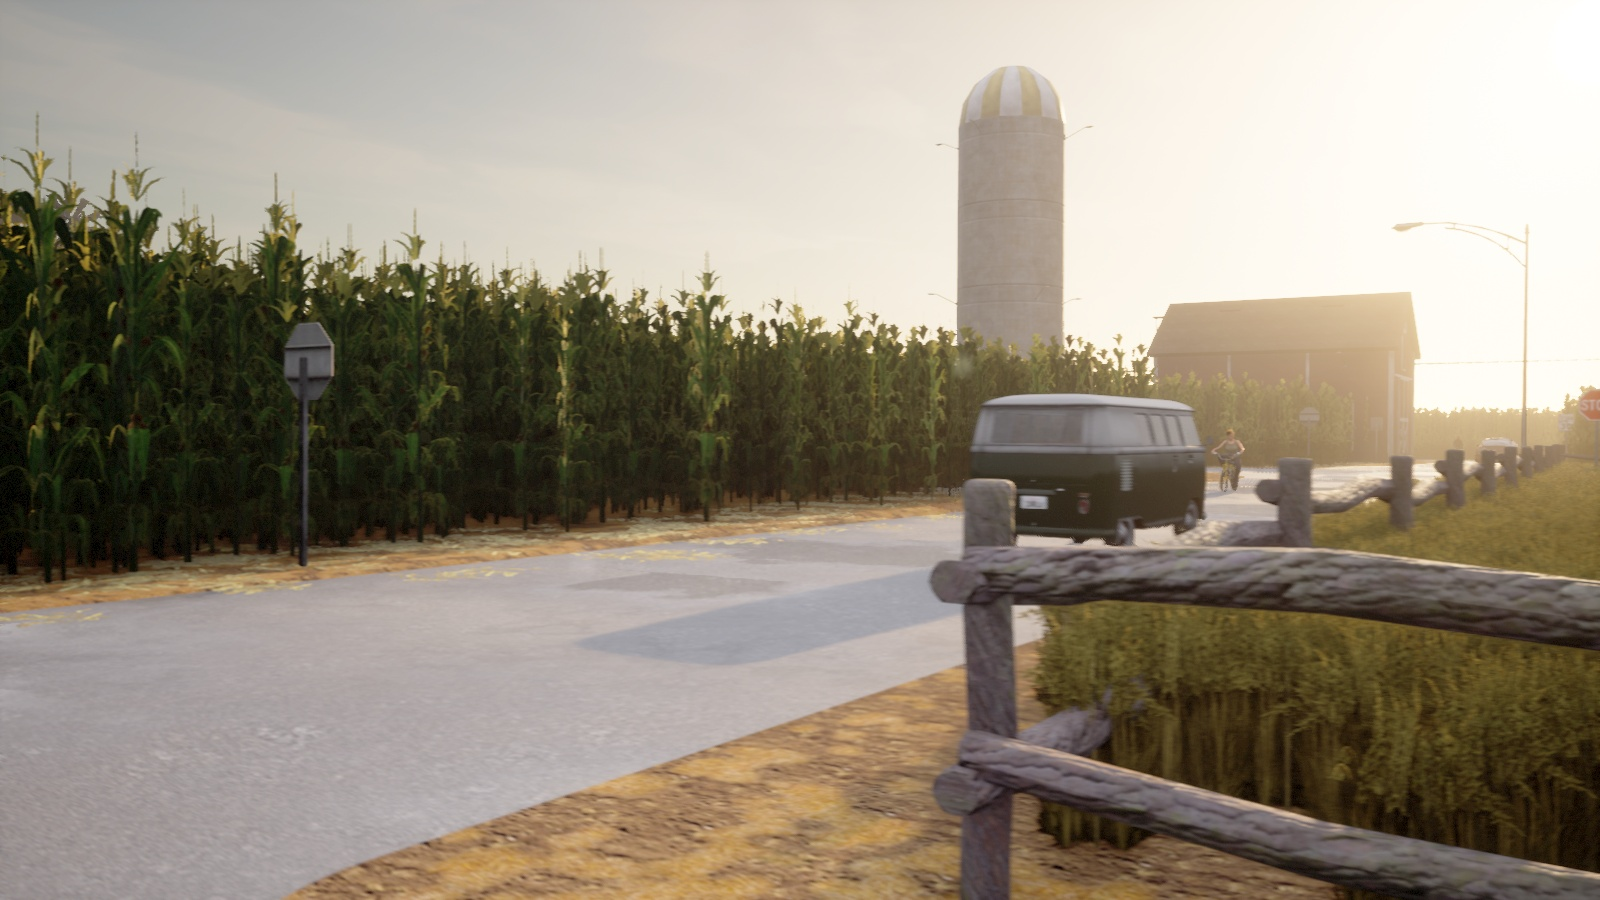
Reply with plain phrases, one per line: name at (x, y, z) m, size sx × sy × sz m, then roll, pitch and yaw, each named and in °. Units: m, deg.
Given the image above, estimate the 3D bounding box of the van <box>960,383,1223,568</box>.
van at (3.820, 0.241, 15.861) m, size 1.775 × 1.987 × 4.442 m, roll 0°, pitch 1°, yaw 34°

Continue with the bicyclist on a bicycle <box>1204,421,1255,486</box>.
bicyclist on a bicycle at (11.048, 0.076, 32.258) m, size 0.866 × 1.612 × 1.509 m, roll 0°, pitch 1°, yaw 34°

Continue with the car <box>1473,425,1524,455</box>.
car at (33.974, -0.476, 61.012) m, size 1.812 × 1.442 × 4.674 m, roll 0°, pitch 0°, yaw 34°
